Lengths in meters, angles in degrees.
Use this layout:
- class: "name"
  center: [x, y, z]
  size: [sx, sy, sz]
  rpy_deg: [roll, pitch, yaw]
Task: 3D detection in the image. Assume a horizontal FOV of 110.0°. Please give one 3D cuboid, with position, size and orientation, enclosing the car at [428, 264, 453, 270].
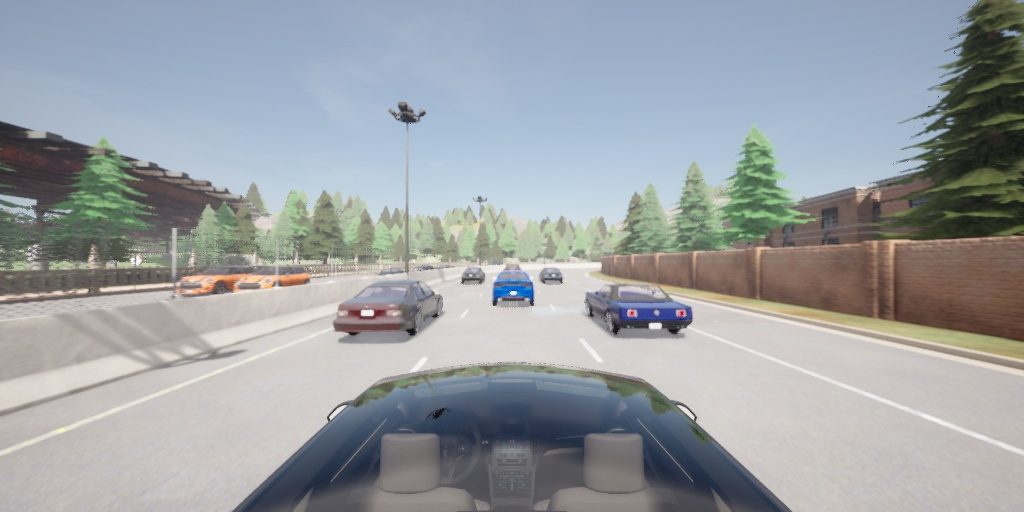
- class: "car"
  center: [-11.398, 2.112, 59.247]
  size: [2.033, 1.411, 5.357]
  rpy_deg: [0, -1, 13]

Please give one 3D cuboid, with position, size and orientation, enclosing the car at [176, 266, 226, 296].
- class: "car"
  center: [-17.636, 1.395, 21.862]
  size: [2.097, 1.767, 4.553]
  rpy_deg: [0, -1, 0]

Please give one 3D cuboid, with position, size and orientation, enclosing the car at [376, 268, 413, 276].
- class: "car"
  center: [-10.592, 1.743, 31.849]
  size: [1.994, 1.385, 4.181]
  rpy_deg: [0, -1, 1]

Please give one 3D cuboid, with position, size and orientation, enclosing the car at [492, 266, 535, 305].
- class: "car"
  center: [0.061, 1.451, 17.640]
  size: [1.882, 1.535, 5.008]
  rpy_deg: [0, -1, 0]

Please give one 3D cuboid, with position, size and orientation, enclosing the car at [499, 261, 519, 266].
- class: "car"
  center: [0.111, 1.593, 36.675]
  size: [2.097, 1.767, 4.553]
  rpy_deg: [0, -1, 1]

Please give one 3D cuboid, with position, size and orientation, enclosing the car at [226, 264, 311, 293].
- class: "car"
  center: [-14.133, 1.387, 21.504]
  size: [2.097, 1.767, 4.553]
  rpy_deg: [0, -1, 0]

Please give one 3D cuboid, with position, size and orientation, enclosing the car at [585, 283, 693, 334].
- class: "car"
  center: [3.566, 1.481, 11.119]
  size: [1.895, 1.301, 4.718]
  rpy_deg: [0, -1, 0]

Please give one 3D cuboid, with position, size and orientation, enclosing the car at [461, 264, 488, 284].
- class: "car"
  center: [-3.462, 1.735, 32.756]
  size: [2.033, 1.411, 5.357]
  rpy_deg: [0, -1, 0]

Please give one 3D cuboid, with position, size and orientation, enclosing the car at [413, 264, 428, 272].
- class: "car"
  center: [-14.830, 2.063, 59.493]
  size: [2.128, 1.511, 4.902]
  rpy_deg: [0, -1, 13]

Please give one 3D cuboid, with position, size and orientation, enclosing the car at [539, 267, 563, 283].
- class: "car"
  center: [3.542, 1.733, 32.854]
  size: [2.033, 1.411, 5.357]
  rpy_deg: [0, -1, 0]

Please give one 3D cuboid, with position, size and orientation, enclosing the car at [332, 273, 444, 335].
- class: "car"
  center: [-3.437, 1.430, 10.991]
  size: [2.033, 1.411, 5.357]
  rpy_deg: [0, -1, 0]
